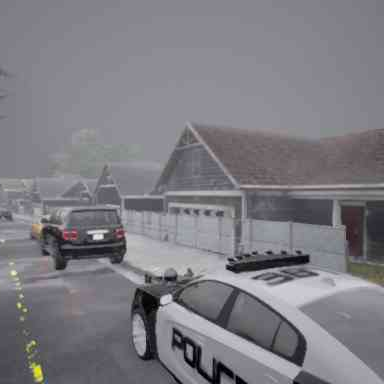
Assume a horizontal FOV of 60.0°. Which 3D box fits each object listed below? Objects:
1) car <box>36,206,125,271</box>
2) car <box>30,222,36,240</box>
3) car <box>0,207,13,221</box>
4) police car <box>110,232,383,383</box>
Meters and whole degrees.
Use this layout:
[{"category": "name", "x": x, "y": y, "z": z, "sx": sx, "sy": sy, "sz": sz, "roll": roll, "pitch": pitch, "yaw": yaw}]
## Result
[{"category": "car", "x": -4.245, "y": 1.523, "z": 12.470, "sx": 2.150, "sy": 2.045, "sz": 5.566, "roll": 1, "pitch": -2, "yaw": -31}, {"category": "car", "x": -7.471, "y": 1.882, "z": 17.749, "sx": 1.801, "sy": 1.575, "sz": 5.366, "roll": 1, "pitch": -2, "yaw": -32}, {"category": "car", "x": -21.293, "y": 2.483, "z": 37.146, "sx": 1.837, "sy": 1.490, "sz": 4.892, "roll": 1, "pitch": -1, "yaw": -35}, {"category": "police car", "x": 0.785, "y": 1.517, "z": 3.854, "sx": 1.930, "sy": 1.638, "sz": 5.238, "roll": 1, "pitch": -2, "yaw": -30}]
